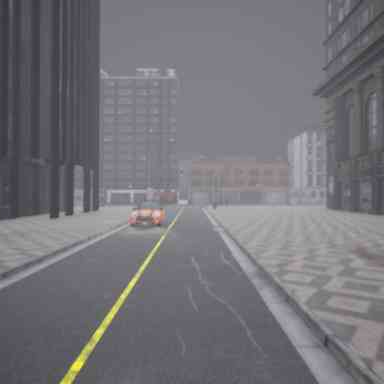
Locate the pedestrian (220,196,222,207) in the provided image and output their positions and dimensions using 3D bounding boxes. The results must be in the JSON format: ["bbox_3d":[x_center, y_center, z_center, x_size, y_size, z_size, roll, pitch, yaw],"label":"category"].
[{"bbox_3d":[4.685,1.508,53.613,0.375,1.860,0.375,0,-1,0],"label":"pedestrian"}]

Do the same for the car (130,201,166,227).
[{"bbox_3d":[-3.076,1.487,23.956,2.097,1.767,4.553,0,0,0],"label":"car"}]

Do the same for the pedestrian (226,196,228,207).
[{"bbox_3d":[5.686,1.506,54.212,0.375,1.860,0.375,0,-1,0],"label":"pedestrian"}]
